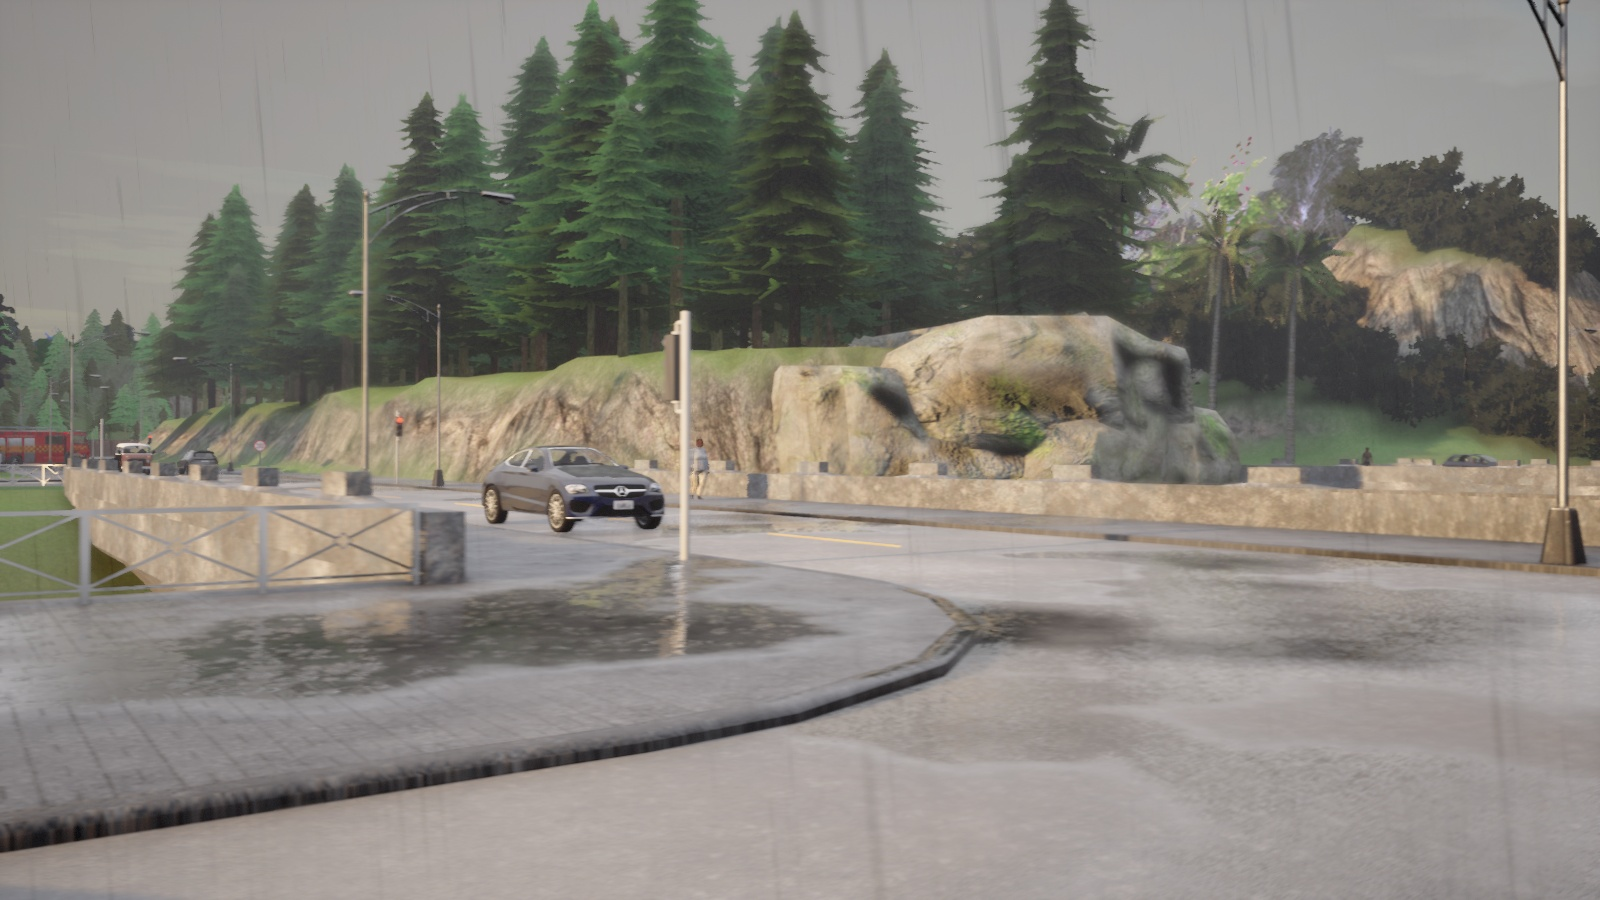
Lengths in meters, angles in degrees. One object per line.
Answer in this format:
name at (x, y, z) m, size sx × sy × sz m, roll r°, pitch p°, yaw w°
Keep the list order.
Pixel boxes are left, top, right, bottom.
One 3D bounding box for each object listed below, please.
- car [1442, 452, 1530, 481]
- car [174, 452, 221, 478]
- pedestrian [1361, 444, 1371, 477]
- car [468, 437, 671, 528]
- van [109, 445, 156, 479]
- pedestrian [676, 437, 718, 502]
car at (36.471, 0.845, 66.818) m, size 1.845 × 1.501 × 3.633 m, roll 0°, pitch 0°, yaw -35°
car at (-39.552, 0.960, 82.424) m, size 2.033 × 1.649 × 4.856 m, roll 0°, pitch 0°, yaw -35°
pedestrian at (30.751, 0.557, 68.219) m, size 0.328 × 1.805 × 0.869 m, roll 0°, pitch 0°, yaw 16°
car at (-4.777, 0.596, 25.415) m, size 2.152 × 1.651 × 5.027 m, roll 0°, pitch 0°, yaw -35°
van at (-41.938, 0.750, 78.846) m, size 2.069 × 2.038 × 4.480 m, roll 0°, pitch 0°, yaw -35°
pedestrian at (-2.995, 0.550, 36.461) m, size 0.874 × 1.855 × 0.900 m, roll 0°, pitch 0°, yaw -34°
